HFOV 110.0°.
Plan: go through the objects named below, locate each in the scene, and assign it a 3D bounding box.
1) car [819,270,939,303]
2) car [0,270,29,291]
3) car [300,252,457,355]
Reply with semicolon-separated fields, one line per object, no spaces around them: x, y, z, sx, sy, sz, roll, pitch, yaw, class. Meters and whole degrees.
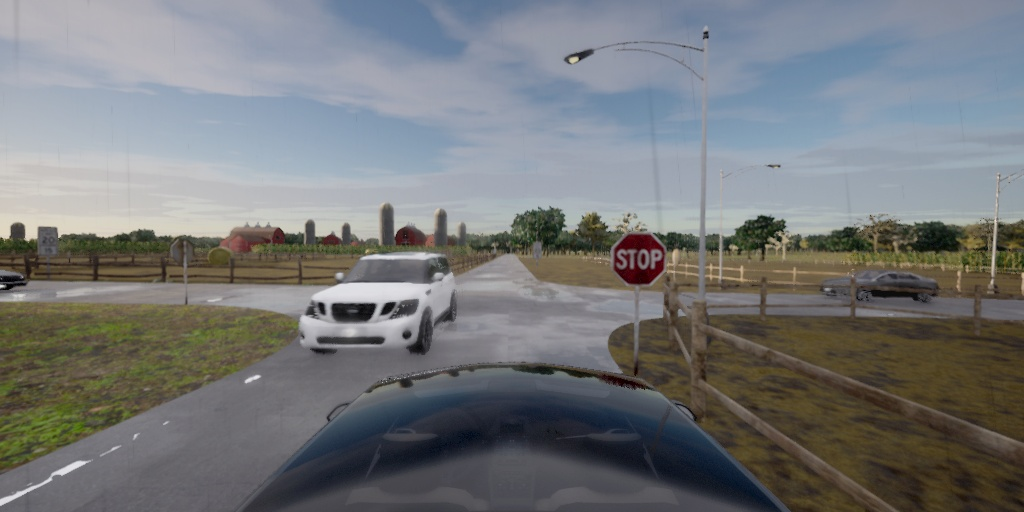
18.183;1.452;17.888;4.902;1.511;2.128;1;1;0;car
-23.544;0.811;14.670;5.357;1.411;2.033;1;1;0;car
-2.747;0.925;8.849;2.150;2.045;5.566;0;0;0;car
